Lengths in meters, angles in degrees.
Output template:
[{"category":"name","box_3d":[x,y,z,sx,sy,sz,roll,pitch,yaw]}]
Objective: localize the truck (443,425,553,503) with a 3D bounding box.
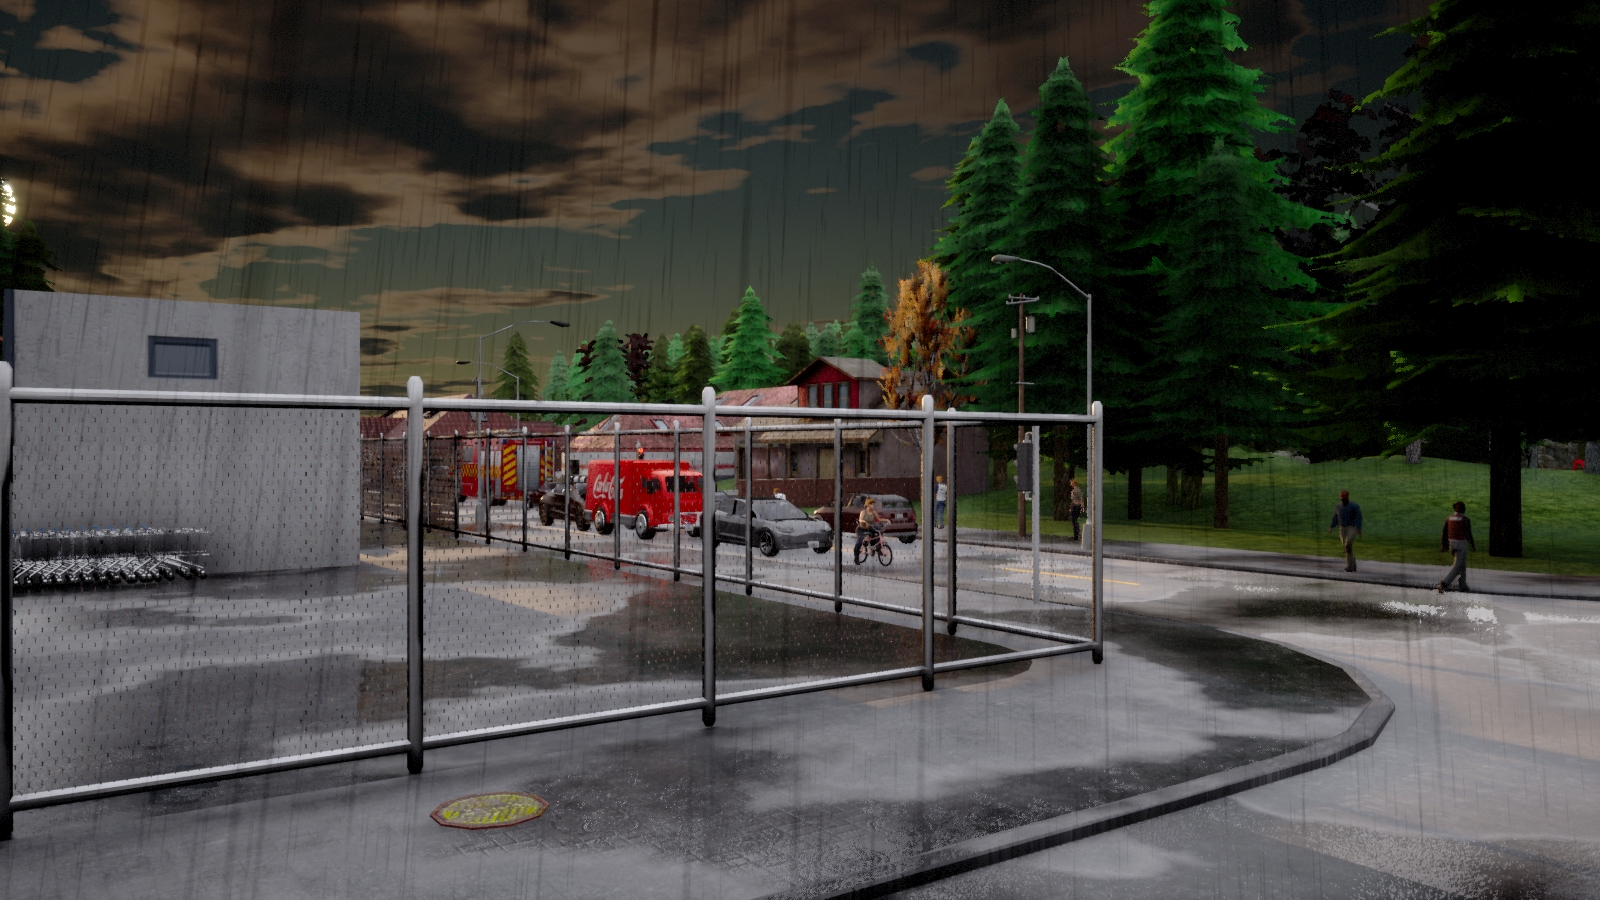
[{"category":"truck","box_3d":[-16.070,0.667,60.303,2.891,3.827,8.468,0,0,-35]}]

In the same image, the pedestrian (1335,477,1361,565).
[{"category":"pedestrian","box_3d":[11.826,1.520,24.645,0.375,1.860,0.375,0,0,-36]}]

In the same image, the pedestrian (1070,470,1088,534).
[{"category":"pedestrian","box_3d":[8.192,1.522,33.565,0.375,1.860,0.375,0,0,-40]}]

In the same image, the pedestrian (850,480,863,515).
[{"category":"pedestrian","box_3d":[2.153,1.801,43.580,0.375,1.300,0.375,0,0,-35]}]

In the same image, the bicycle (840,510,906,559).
[{"category":"bicycle","box_3d":[1.773,2.033,27.810,0.859,1.080,1.487,0,0,-35]}]

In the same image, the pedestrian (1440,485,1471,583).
[{"category":"pedestrian","box_3d":[12.692,1.625,22.130,0.375,1.860,0.375,0,0,-26]}]

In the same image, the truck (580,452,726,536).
[{"category":"truck","box_3d":[-4.910,1.337,37.383,2.627,2.467,5.204,0,0,-35]}]

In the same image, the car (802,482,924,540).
[{"category":"car","box_3d":[1.867,1.802,34.631,1.789,1.549,3.705,0,0,-35]}]

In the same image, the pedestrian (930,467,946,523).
[{"category":"pedestrian","box_3d":[4.661,1.520,38.599,0.375,1.860,0.375,0,0,-22]}]

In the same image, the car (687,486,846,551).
[{"category":"car","box_3d":[-1.029,1.840,31.812,2.163,1.488,4.792,0,0,-35]}]

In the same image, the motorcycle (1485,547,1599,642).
[{"category":"motorcycle","box_3d":[10.664,1.990,15.765,2.033,1.145,0.803,0,-1,35]}]

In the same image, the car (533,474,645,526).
[{"category":"car","box_3d":[-7.756,1.772,41.538,2.152,1.651,5.027,0,0,-34]}]

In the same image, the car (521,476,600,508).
[{"category":"car","box_3d":[-11.268,1.931,53.453,1.895,1.301,4.718,0,0,-35]}]
